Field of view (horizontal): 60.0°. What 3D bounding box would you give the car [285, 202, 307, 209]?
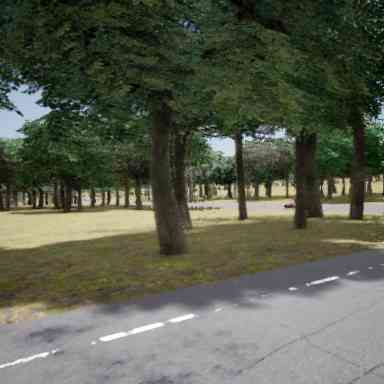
[{"bbox_3d":[20.301,2.587,64.024,1.895,1.301,4.718,-4,1,-36],"label":"car"}]
